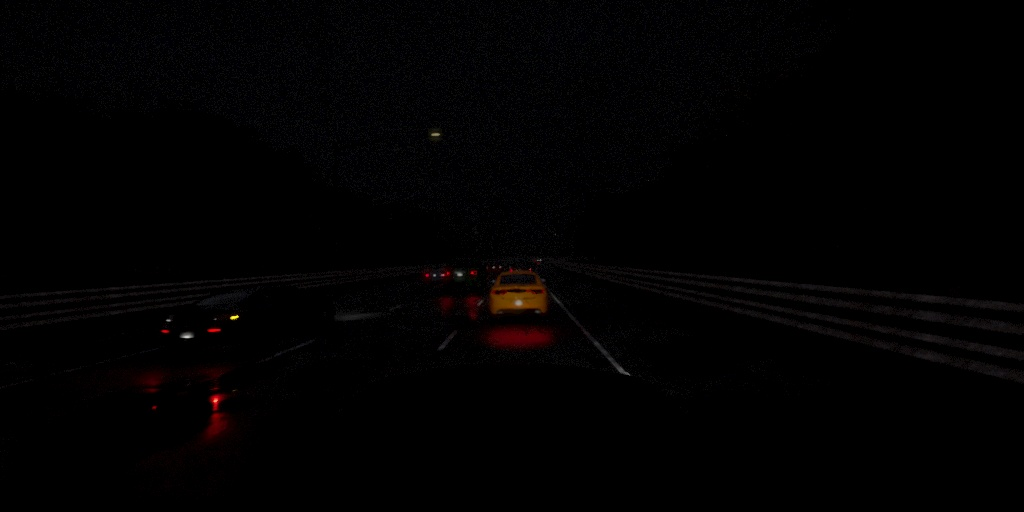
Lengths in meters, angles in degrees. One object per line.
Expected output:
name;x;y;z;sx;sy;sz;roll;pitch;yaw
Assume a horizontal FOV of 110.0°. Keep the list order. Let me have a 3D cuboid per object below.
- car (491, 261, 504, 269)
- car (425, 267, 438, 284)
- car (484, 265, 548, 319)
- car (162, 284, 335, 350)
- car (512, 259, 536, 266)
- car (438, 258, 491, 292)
car;-2.033;1.425;44.177;2.097;1.767;4.553;-1;0;3
car;-6.135;1.634;31.398;2.033;1.411;5.357;-1;0;2
car;0.249;1.289;13.295;1.882;1.535;5.008;-1;0;1
car;-6.720;1.478;9.761;1.812;1.442;4.674;-1;0;1
car;0.780;1.276;31.210;2.097;1.767;4.553;-1;0;2
car;-2.915;1.178;23.290;2.150;2.045;5.566;-1;0;2
